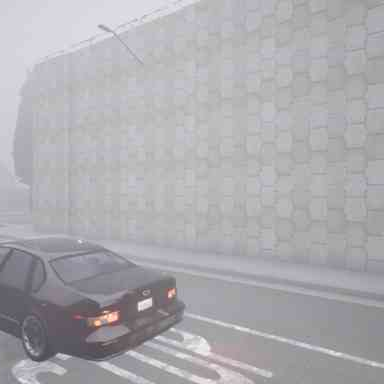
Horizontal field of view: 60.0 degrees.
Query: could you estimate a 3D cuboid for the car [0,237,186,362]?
[{"bbox_3d":[-2.676,1.547,5.890,5.357,1.411,2.033,0,0,35],"label":"car"}]
